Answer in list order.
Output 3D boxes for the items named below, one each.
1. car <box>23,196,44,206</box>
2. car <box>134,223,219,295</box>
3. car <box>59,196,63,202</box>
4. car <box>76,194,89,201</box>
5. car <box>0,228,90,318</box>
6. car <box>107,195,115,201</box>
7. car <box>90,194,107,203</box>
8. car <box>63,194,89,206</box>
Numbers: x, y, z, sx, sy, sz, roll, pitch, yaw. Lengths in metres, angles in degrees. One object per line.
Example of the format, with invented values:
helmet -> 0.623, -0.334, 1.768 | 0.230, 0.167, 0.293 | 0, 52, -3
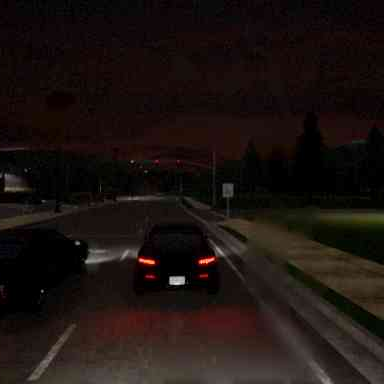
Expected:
car -> -26.392, 1.465, 55.355 | 2.128, 1.511, 4.902 | 0, 0, -3
car -> -0.408, 1.522, 8.642 | 1.812, 1.442, 4.674 | 0, 0, -3
car -> -27.149, 1.563, 70.208 | 1.895, 1.301, 4.718 | 0, 0, -3
car -> -27.973, 1.316, 85.090 | 2.097, 1.767, 4.553 | 0, 0, -3
car -> -3.856, 1.544, 7.562 | 2.033, 1.411, 5.357 | 0, 0, -3
car -> -20.983, 1.513, 85.454 | 1.994, 1.385, 4.181 | 0, 0, -3
car -> -20.151, 1.323, 70.440 | 2.097, 1.767, 4.553 | 0, 0, -3
car -> -19.419, 1.466, 55.911 | 2.128, 1.511, 4.902 | 0, 0, -3
